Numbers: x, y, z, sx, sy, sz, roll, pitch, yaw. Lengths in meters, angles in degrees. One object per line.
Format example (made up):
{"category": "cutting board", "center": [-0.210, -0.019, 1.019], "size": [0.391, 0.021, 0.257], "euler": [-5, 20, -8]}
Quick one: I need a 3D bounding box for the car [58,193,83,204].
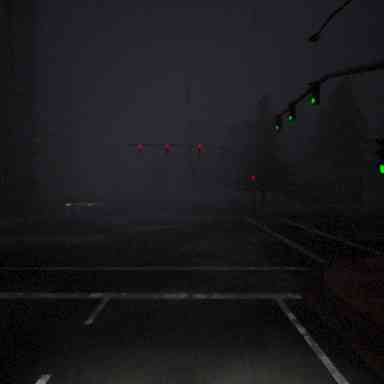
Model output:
{"category": "car", "center": [-19.839, 1.044, 53.324], "size": [1.837, 1.490, 4.892], "euler": [0, 0, -42]}

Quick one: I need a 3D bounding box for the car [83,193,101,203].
{"category": "car", "center": [-17.046, 0.873, 55.386], "size": [2.097, 1.767, 4.553], "euler": [-1, 1, -42]}

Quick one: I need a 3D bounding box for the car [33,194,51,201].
{"category": "car", "center": [-30.020, 1.029, 65.210], "size": [4.718, 1.301, 1.895], "euler": [0, 1, 24]}
